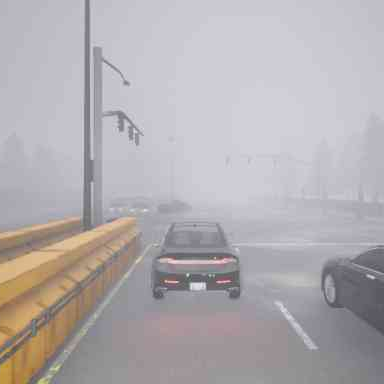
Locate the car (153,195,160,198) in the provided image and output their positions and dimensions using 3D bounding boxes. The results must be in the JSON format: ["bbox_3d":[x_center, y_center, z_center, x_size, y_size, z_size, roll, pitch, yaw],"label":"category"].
[{"bbox_3d":[-7.149,1.547,56.022,2.033,1.411,5.357,0,0,0],"label":"car"}]

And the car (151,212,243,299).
[{"bbox_3d":[0.075,1.492,8.440,2.128,1.511,4.902,0,0,-1],"label":"car"}]

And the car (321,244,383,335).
[{"bbox_3d":[3.596,1.505,5.027,1.837,1.490,4.892,0,0,0],"label":"car"}]

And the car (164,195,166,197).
[{"bbox_3d":[-7.083,1.355,75.811,2.097,1.767,4.553,0,0,0],"label":"car"}]

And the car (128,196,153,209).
[{"bbox_3d":[-7.149,1.352,46.548,2.097,1.767,4.553,0,0,0],"label":"car"}]

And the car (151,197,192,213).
[{"bbox_3d":[-1.791,1.526,34.715,1.812,1.442,4.674,1,0,33],"label":"car"}]

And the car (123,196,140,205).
[{"bbox_3d":[-10.641,1.491,59.022,2.128,1.511,4.902,0,0,0],"label":"car"}]

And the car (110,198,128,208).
[{"bbox_3d":[-10.651,1.547,49.236,2.033,1.411,5.357,0,0,0],"label":"car"}]

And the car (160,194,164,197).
[{"bbox_3d":[-7.108,1.526,65.836,1.812,1.442,4.674,0,0,0],"label":"car"}]

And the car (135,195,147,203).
[{"bbox_3d":[-10.575,1.478,69.111,1.882,1.535,5.008,0,0,0],"label":"car"}]
